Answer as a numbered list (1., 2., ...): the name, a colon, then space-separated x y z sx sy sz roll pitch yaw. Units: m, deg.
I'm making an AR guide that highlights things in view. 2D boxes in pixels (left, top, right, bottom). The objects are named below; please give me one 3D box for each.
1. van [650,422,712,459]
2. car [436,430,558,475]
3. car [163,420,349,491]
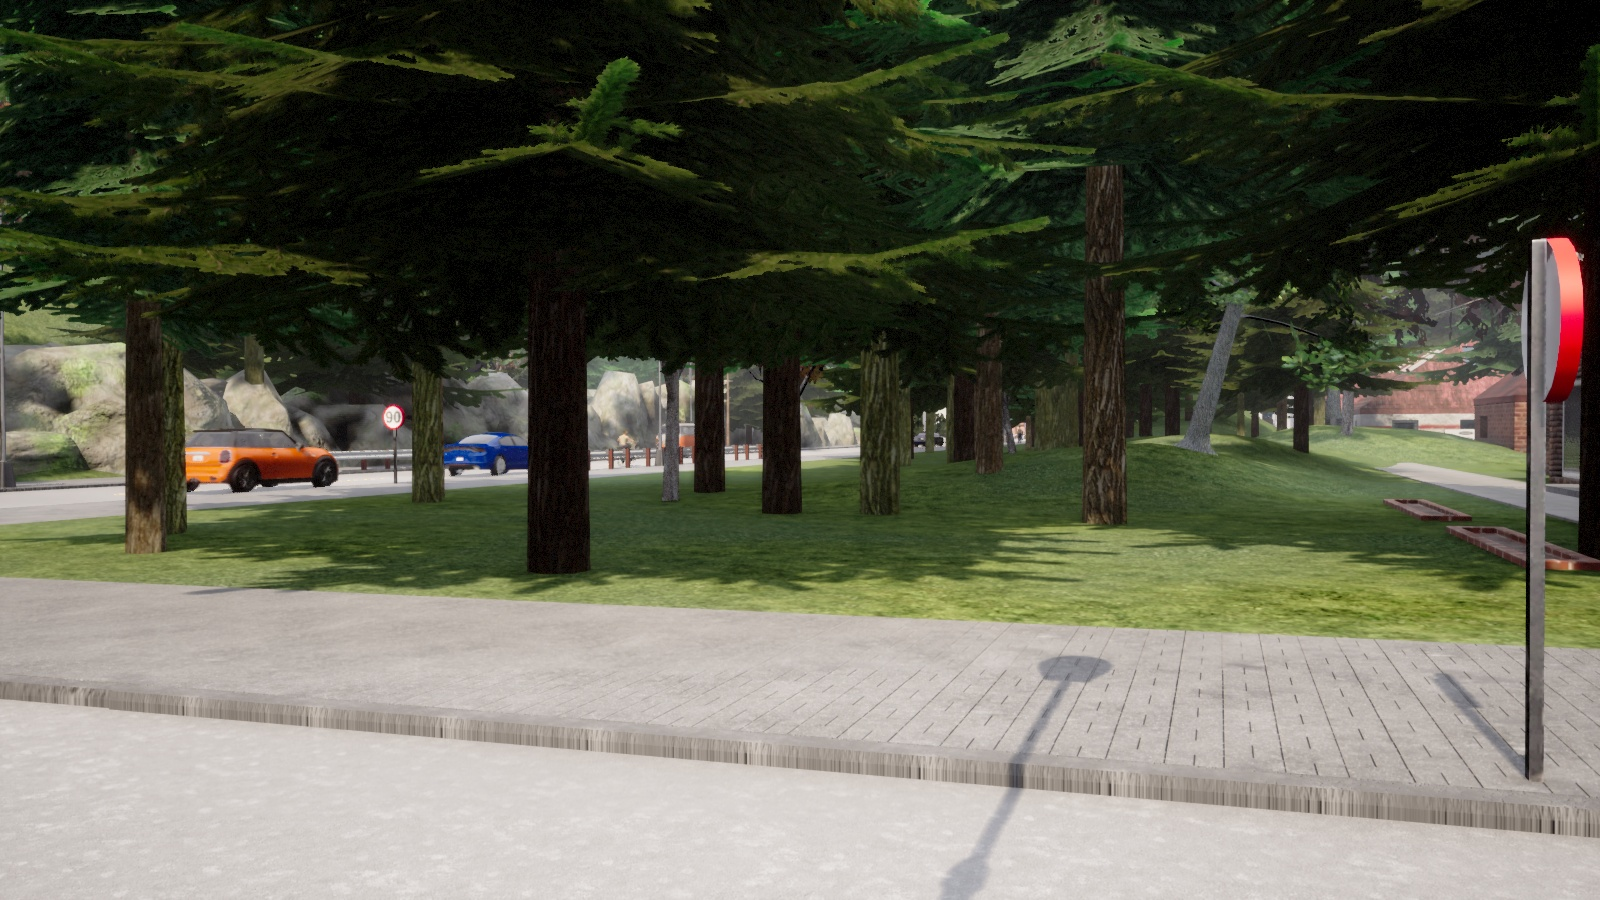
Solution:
1. van: -6.619 -0.574 70.408 1.775 1.987 4.442 1 1 18
2. car: -10.791 0.041 45.124 1.882 1.535 5.008 1 1 18
3. car: -14.519 0.089 33.824 2.097 1.767 4.553 1 1 18
